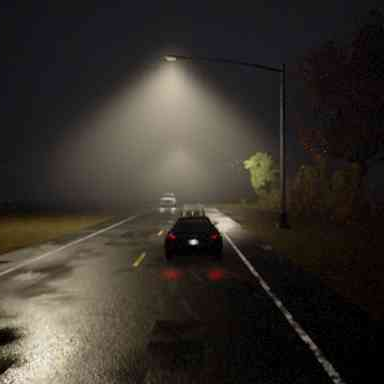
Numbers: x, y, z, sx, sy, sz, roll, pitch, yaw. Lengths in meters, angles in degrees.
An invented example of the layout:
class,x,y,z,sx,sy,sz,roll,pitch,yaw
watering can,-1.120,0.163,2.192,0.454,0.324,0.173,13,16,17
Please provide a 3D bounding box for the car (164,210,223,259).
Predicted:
class,x,y,z,sx,sy,sz,roll,pitch,yaw
car,0.068,1.574,12.583,1.994,1.385,4.181,0,0,1

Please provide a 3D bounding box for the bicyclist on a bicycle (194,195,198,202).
class,x,y,z,sx,sy,sz,roll,pitch,yaw
bicyclist on a bicycle,0.993,1.481,74.760,0.866,1.612,1.509,0,0,0

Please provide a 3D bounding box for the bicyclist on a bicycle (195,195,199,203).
class,x,y,z,sx,sy,sz,roll,pitch,yaw
bicyclist on a bicycle,0.992,1.409,65.758,0.659,1.776,1.843,0,0,0

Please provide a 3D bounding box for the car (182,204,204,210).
class,x,y,z,sx,sy,sz,roll,pitch,yaw
car,0.075,1.626,27.229,1.895,1.301,4.718,0,0,0

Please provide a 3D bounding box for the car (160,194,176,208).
class,x,y,z,sx,sy,sz,roll,pitch,yaw
car,-3.559,1.259,50.227,2.150,2.045,5.566,0,0,0
